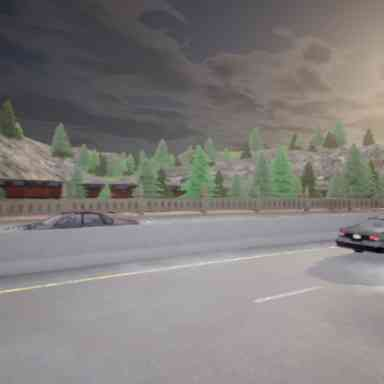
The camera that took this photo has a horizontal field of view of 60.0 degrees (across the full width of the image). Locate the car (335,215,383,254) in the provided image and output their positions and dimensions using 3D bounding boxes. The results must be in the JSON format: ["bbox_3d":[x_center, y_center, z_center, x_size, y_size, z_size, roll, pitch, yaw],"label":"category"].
[{"bbox_3d":[7.695,1.523,12.120,5.357,1.411,2.033,0,0,-27],"label":"car"}]

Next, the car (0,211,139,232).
[{"bbox_3d":[-4.694,1.492,13.313,5.357,1.411,2.033,0,0,-33],"label":"car"}]
